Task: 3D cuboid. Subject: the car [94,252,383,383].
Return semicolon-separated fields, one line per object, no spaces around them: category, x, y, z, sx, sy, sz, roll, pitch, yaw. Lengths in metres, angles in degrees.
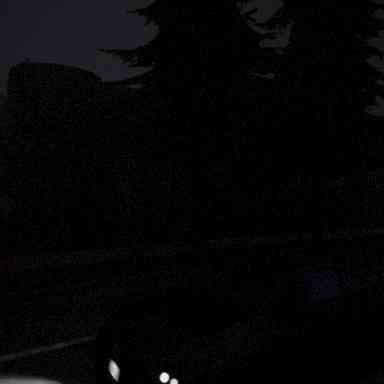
car;0.954;1.537;4.250;4.181;1.385;1.994;0;0;-31
